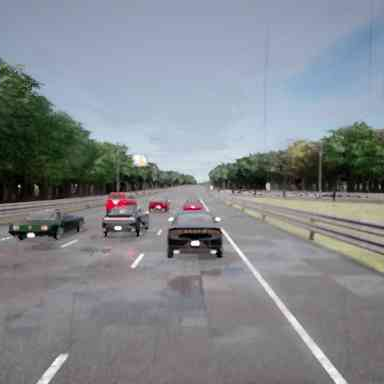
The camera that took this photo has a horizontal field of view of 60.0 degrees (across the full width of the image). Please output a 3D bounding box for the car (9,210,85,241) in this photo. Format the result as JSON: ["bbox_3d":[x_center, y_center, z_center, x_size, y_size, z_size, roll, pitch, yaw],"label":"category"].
[{"bbox_3d":[-6.902,1.554,16.472,1.895,1.301,4.718,0,0,0],"label":"car"}]

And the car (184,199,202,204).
[{"bbox_3d":[0.096,1.370,34.144,1.994,1.385,4.181,0,1,0],"label":"car"}]

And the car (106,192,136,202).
[{"bbox_3d":[-6.904,1.046,32.754,2.150,2.045,5.566,0,1,0],"label":"car"}]

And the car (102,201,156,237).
[{"bbox_3d":[-3.403,1.439,17.746,2.128,1.511,4.902,0,0,0],"label":"car"}]

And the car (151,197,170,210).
[{"bbox_3d":[-3.405,1.269,35.181,1.882,1.535,5.008,0,1,0],"label":"car"}]

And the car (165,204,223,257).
[{"bbox_3d":[0.099,1.442,12.863,1.882,1.535,5.008,0,0,0],"label":"car"}]
